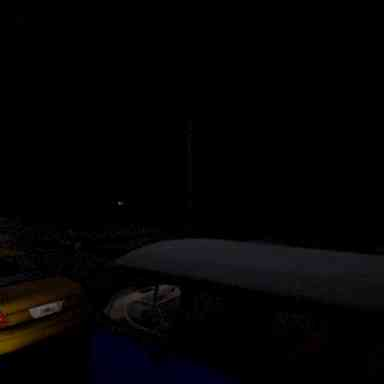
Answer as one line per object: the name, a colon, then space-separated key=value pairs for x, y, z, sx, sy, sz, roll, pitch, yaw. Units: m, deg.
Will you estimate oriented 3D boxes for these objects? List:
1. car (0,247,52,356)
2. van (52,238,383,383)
car: x=-3.812 y=1.532 z=5.782 sx=4.829 sy=1.417 sz=1.752 roll=0 pitch=0 yaw=35
van: x=0.927 y=1.342 z=2.418 sx=3.998 sy=1.788 sz=1.690 roll=0 pitch=0 yaw=35
